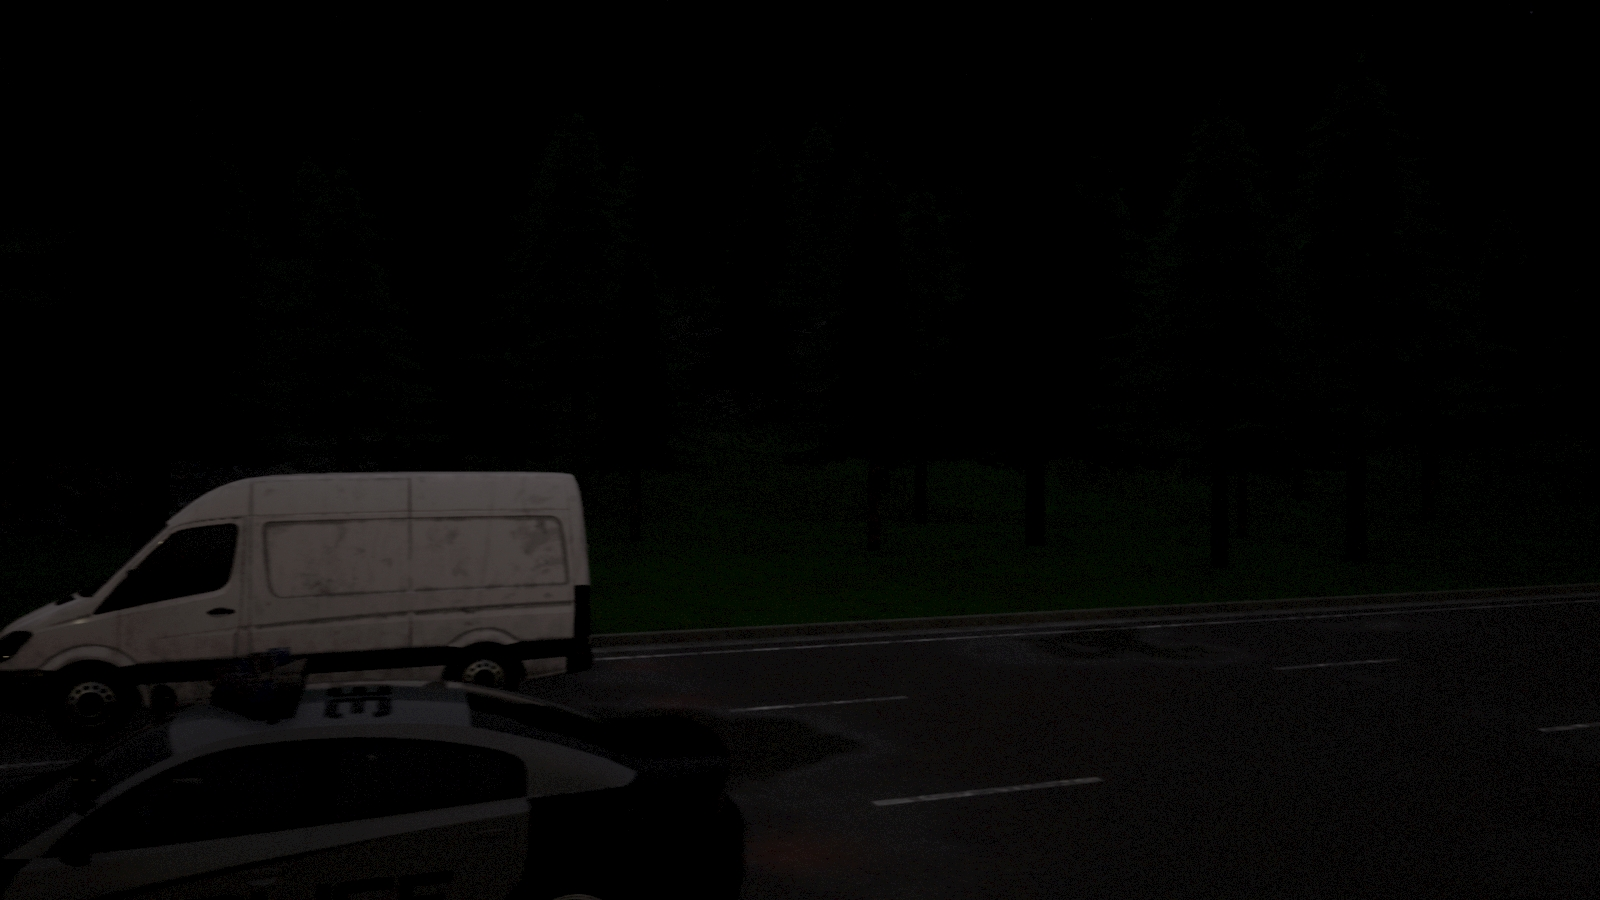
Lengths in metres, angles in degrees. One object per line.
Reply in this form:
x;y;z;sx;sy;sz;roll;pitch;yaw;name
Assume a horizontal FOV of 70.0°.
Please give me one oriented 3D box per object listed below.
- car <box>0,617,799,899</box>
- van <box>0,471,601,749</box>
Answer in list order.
-2.829;1.982;6.112;5.238;1.638;2.097;0;0;-20;car
-5.313;1.533;12.524;5.915;2.561;1.988;0;0;-19;van
